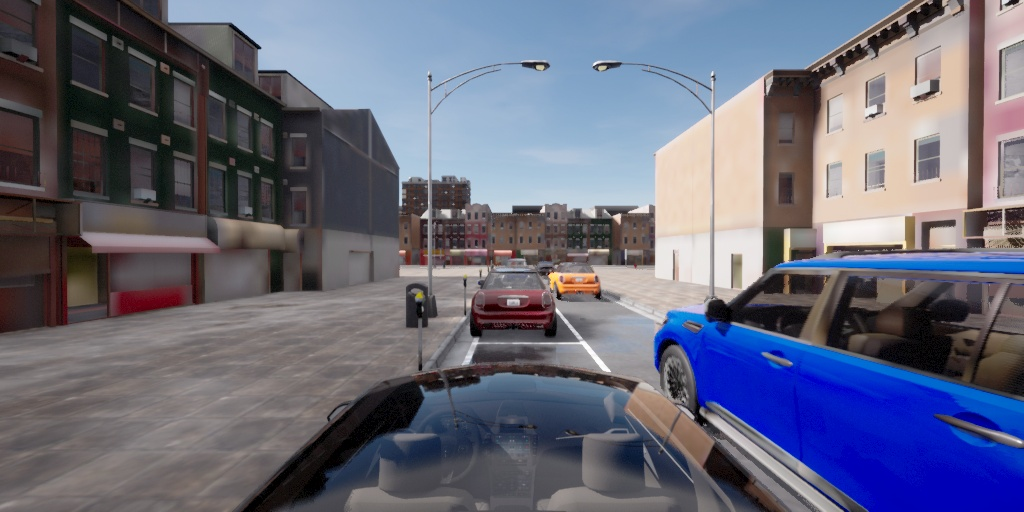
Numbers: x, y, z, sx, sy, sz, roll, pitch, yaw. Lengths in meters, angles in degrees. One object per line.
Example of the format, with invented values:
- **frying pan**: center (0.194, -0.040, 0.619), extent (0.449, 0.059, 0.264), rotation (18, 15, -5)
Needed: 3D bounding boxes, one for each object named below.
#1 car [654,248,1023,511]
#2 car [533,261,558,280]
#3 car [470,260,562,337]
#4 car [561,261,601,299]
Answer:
- **car**: center (3.020, 0.974, 2.573), extent (2.150, 2.045, 5.566), rotation (0, 0, 0)
- **car**: center (3.042, 1.265, 33.330), extent (1.837, 1.490, 4.892), rotation (0, 1, 0)
- **car**: center (0.033, 1.102, 10.471), extent (2.097, 1.767, 4.553), rotation (0, 0, 0)
- **car**: center (3.042, 1.102, 18.245), extent (2.097, 1.767, 4.553), rotation (0, 0, 0)
